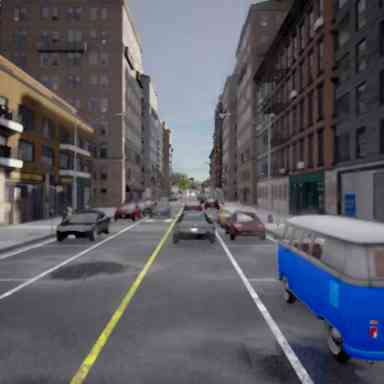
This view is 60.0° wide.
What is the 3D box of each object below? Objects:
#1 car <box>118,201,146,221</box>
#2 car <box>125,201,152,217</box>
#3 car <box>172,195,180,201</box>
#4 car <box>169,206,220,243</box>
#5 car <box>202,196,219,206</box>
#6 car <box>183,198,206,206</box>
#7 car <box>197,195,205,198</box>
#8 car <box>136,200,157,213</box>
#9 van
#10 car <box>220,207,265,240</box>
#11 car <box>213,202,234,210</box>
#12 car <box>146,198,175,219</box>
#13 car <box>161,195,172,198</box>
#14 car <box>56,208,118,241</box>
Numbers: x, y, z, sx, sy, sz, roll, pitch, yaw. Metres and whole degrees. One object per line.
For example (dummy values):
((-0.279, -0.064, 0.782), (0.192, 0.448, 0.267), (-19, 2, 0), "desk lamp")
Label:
((-5.388, 1.665, 28.431), (1.887, 1.381, 4.507), (0, 0, 0), "car")
((-5.388, 1.695, 34.113), (2.008, 1.369, 4.403), (0, 0, 0), "car")
((-5.419, 1.705, 95.084), (2.192, 1.841, 5.009), (0, 0, 0), "car")
((0.097, 1.634, 16.555), (1.994, 1.385, 4.181), (0, 0, 0), "car")
((2.750, 1.674, 46.836), (1.882, 1.535, 5.008), (0, 0, 0), "car")
((0.098, 1.616, 32.909), (1.882, 1.535, 5.008), (0, 0, 0), "car")
((2.637, 1.575, 62.526), (2.192, 1.841, 5.009), (0, 0, 0), "car")
((-5.388, 1.712, 39.796), (1.887, 1.381, 4.507), (0, 0, 0), "car")
((2.637, 1.366, 5.703), (1.690, 1.788, 3.998), (0, 0, 0), "van")
((2.637, 1.655, 17.067), (1.802, 1.307, 4.206), (0, 0, 0), "car")
((2.637, 1.623, 22.919), (1.752, 1.417, 4.829), (0, 0, 0), "car")
((-2.847, 1.636, 30.940), (1.837, 1.490, 4.892), (0, 0, 0), "car")
((-5.388, 1.700, 62.525), (1.967, 1.590, 4.097), (0, 0, 0), "car")
((-5.388, 1.639, 17.066), (1.947, 1.339, 4.313), (0, 0, 0), "car")
